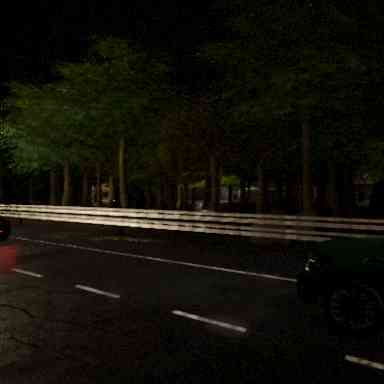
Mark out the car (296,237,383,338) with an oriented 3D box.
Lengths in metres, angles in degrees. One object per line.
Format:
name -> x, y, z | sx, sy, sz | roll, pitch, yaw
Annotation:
car -> 4.502, 1.223, 4.956 | 5.566, 2.045, 2.150 | 0, 0, 35

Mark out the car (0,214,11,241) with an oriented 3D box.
car -> -10.362, 1.546, 15.567 | 4.892, 1.490, 1.837 | 0, 0, 36
